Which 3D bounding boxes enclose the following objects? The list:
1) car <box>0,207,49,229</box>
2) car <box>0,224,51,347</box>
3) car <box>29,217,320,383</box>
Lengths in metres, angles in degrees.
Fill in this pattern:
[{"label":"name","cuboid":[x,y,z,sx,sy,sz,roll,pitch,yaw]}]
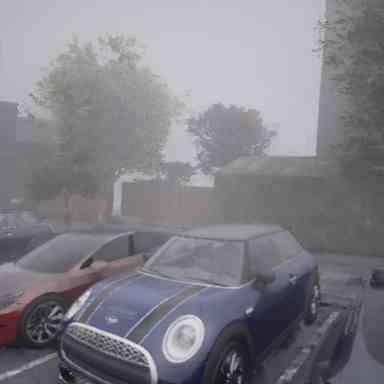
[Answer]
[{"label":"car","cuboid":[-6.564,1.332,9.991,2.185,1.767,4.553,0,0,35]},{"label":"car","cuboid":[-1.949,1.499,6.629,2.163,1.488,4.792,0,0,35]},{"label":"car","cuboid":[0.365,1.349,5.058,2.185,1.767,4.553,0,0,35]}]
